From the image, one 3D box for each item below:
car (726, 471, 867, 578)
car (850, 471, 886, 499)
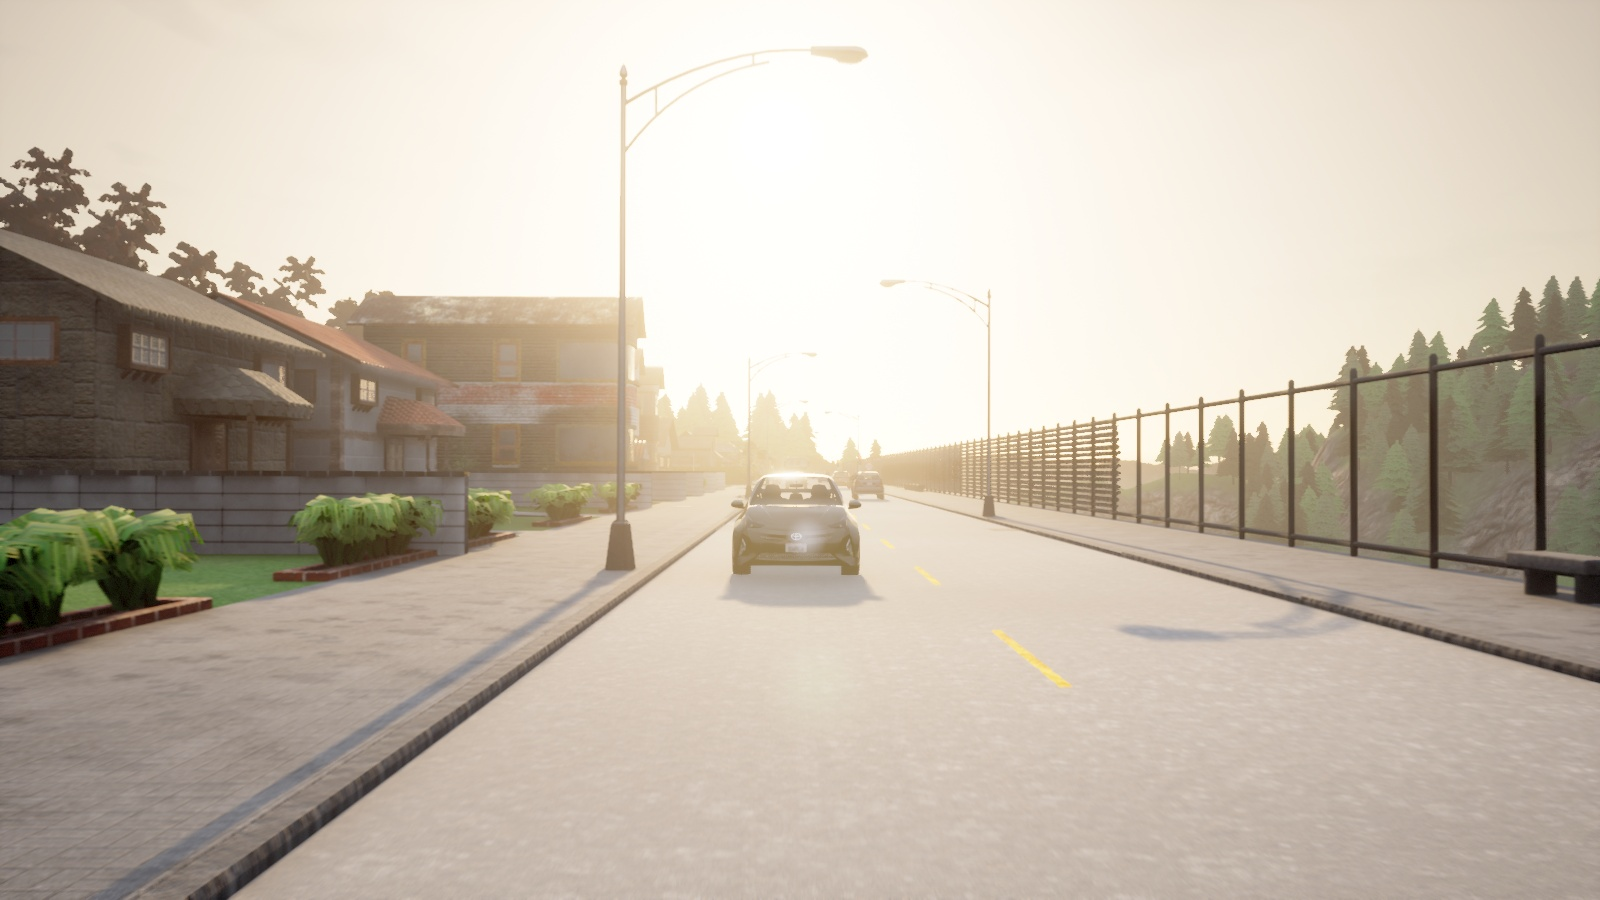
[{"bbox_3d":[-0.054,1.100,20.220,2.007,1.525,4.514,0,-1,0],"label":"car"},{"bbox_3d":[3.811,1.965,70.924,1.789,1.549,3.705,0,-1,0],"label":"car"}]
